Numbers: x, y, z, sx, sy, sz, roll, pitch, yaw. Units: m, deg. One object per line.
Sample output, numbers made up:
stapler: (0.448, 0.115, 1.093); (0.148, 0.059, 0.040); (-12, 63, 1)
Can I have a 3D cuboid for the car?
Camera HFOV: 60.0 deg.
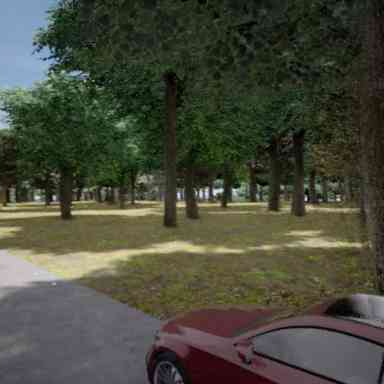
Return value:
car: (1.469, 1.692, 2.983); (1.812, 1.442, 4.674); (3, -3, -42)
